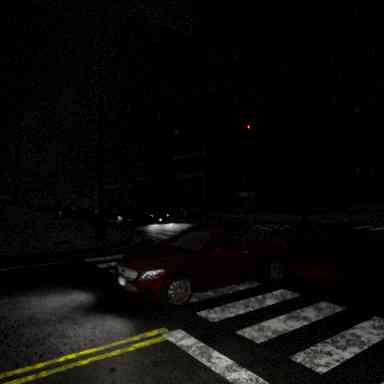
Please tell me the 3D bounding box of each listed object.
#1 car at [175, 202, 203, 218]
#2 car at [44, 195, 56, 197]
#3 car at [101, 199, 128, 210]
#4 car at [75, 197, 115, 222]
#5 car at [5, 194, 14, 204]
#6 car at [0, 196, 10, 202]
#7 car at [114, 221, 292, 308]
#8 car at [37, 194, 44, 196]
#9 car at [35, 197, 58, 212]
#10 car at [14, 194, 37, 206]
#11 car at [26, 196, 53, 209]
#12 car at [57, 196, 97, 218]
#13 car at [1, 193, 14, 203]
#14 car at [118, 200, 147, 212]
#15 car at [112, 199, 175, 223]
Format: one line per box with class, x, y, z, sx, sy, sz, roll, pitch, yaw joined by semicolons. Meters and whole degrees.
car;-0.689;1.581;30.338;1.947;1.339;4.313;0;0;-35
car;-29.458;1.478;70.739;1.967;1.590;4.097;0;0;-35
car;-10.279;1.579;43.806;1.947;1.339;4.313;0;0;-35
car;-7.226;1.423;25.684;1.967;1.590;4.097;0;0;-35
car;-32.799;1.551;61.595;2.008;1.369;4.403;0;0;-35
car;-42.389;1.598;75.063;1.802;1.307;4.206;0;0;-35
car;0.485;1.523;8.033;4.674;1.442;1.812;0;0;-36
car;-35.851;1.488;79.718;1.967;1.590;4.097;0;0;-35
car;-16.816;1.563;39.150;1.802;1.307;4.206;0;0;-35
car;-26.405;1.430;52.617;1.967;1.590;4.097;0;0;-35
car;-20.012;1.534;43.639;2.008;1.369;4.403;0;0;-35
car;-10.422;1.421;30.173;1.967;1.590;4.097;0;0;-35
car;-39.192;1.556;70.573;1.887;1.381;4.507;0;0;-35
car;-7.083;1.594;39.317;1.802;1.307;4.206;0;0;-35
car;-3.788;1.541;25.200;2.033;1.411;5.357;0;0;-37
